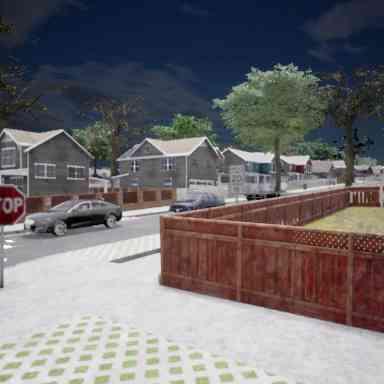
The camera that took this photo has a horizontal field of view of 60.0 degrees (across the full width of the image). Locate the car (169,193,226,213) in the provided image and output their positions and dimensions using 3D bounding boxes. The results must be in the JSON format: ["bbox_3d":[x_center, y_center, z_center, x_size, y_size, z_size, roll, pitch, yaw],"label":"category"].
[{"bbox_3d":[0.553,0.775,24.781,2.033,1.411,5.357,0,3,36],"label":"car"}]

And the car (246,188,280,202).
[{"bbox_3d":[7.303,0.325,34.160,1.895,1.301,4.718,0,3,36],"label":"car"}]

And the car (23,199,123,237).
[{"bbox_3d":[-5.604,1.142,16.209,2.128,1.511,4.902,0,2,36],"label":"car"}]
